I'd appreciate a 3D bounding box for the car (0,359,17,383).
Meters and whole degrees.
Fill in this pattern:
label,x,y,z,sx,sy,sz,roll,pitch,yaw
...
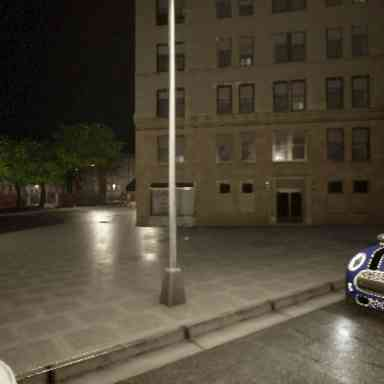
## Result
label,x,y,z,sx,sy,sz,roll,pitch,yaw
car,-2.986,1.587,0.930,4.674,1.442,1.812,-1,0,-37

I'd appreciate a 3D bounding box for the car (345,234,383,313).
label,x,y,z,sx,sy,sz,roll,pitch,yaw
car,5.124,1.297,6.772,4.553,1.767,2.097,-1,0,-36
